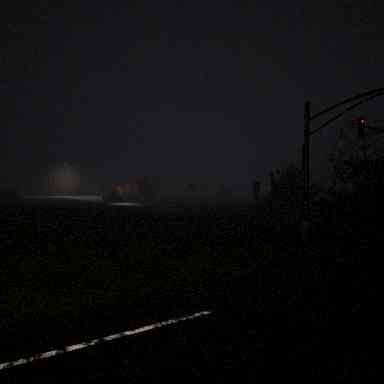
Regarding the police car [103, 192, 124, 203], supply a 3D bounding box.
[{"bbox_3d":[-11.780,0.822,49.808,2.038,1.542,4.974,1,0,-32],"label":"police car"}]
